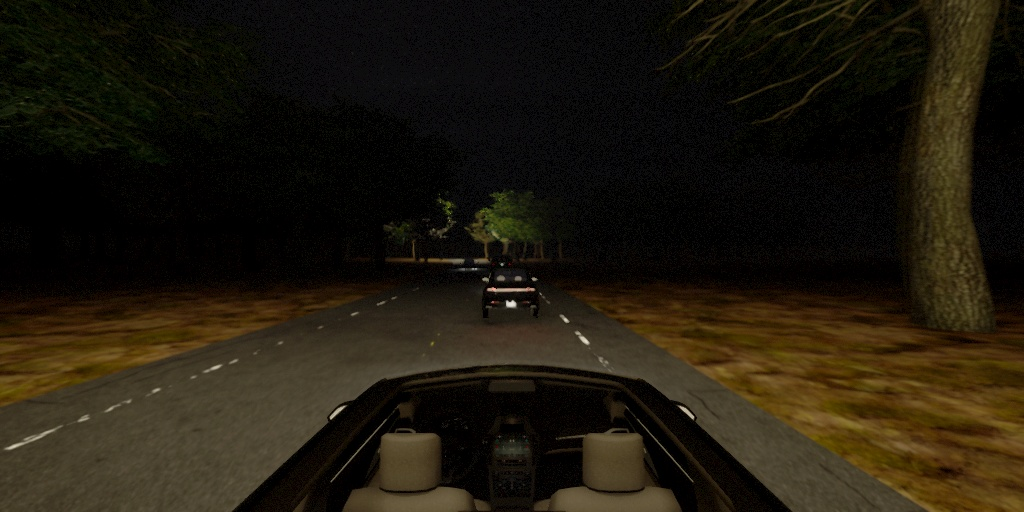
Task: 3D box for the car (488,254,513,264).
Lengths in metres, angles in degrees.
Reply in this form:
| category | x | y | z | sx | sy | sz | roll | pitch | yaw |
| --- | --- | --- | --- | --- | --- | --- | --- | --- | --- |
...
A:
| category | x | y | z | sx | sy | sz | roll | pitch | yaw |
| --- | --- | --- | --- | --- | --- | --- | --- | --- | --- |
| car | -1.057 | 0.868 | 34.475 | 2.150 | 2.045 | 5.566 | 0 | 0 | -4 |

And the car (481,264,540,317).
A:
| category | x | y | z | sx | sy | sz | roll | pitch | yaw |
| --- | --- | --- | --- | --- | --- | --- | --- | --- | --- |
| car | -0.077 | 1.210 | 12.968 | 2.128 | 1.511 | 4.902 | 0 | 0 | -1 |

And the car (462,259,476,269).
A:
| category | x | y | z | sx | sy | sz | roll | pitch | yaw |
| --- | --- | --- | --- | --- | --- | --- | --- | --- | --- |
| car | -6.389 | 1.122 | 53.569 | 1.812 | 1.442 | 4.674 | 0 | 0 | -6 |
